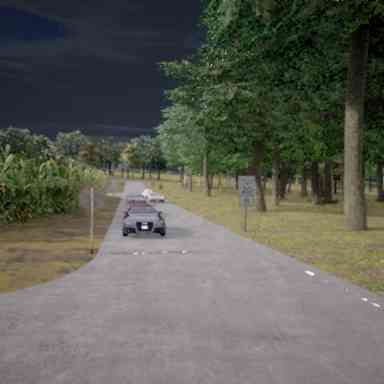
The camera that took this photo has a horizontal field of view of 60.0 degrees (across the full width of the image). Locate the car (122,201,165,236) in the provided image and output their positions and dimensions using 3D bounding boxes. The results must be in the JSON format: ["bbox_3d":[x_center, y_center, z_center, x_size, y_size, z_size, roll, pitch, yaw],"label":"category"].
[{"bbox_3d":[-2.512,1.373,16.916,1.994,1.385,4.181,1,1,-11],"label":"car"}]

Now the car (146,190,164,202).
[{"bbox_3d":[-4.895,0.746,44.797,1.895,1.301,4.718,1,1,-11],"label":"car"}]

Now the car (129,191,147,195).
[{"bbox_3d":[-6.601,0.839,38.207,1.994,1.385,4.181,1,1,-11],"label":"car"}]

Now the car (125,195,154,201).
[{"bbox_3d":[-4.386,1.192,26.638,1.895,1.301,4.718,1,1,-11],"label":"car"}]

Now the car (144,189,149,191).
[{"bbox_3d":[-7.661,0.287,57.575,1.812,1.442,4.674,1,2,-15],"label":"car"}]
